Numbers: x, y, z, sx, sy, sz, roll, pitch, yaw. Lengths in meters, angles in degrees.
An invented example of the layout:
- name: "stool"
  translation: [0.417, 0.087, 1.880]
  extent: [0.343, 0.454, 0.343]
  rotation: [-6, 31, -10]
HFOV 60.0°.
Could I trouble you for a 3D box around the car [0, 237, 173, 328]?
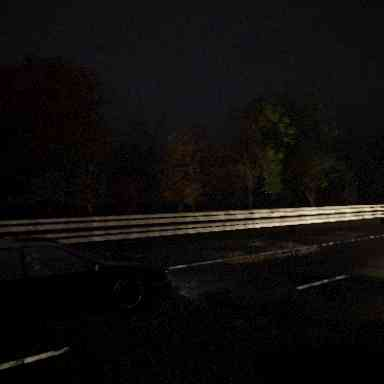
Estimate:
- name: "car"
  translation: [-3.020, 1.550, 6.009]
  extent: [5.357, 1.411, 2.033]
  rotation: [0, 0, -36]
